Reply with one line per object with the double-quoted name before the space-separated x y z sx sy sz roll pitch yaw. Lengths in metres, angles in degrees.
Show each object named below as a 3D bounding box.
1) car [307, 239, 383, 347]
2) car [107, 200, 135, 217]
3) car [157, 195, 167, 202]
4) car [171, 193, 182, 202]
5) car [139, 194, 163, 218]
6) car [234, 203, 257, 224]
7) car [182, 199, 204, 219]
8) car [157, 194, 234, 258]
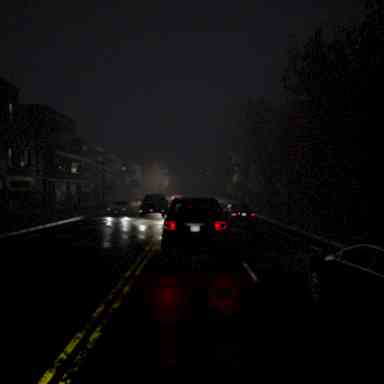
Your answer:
"car" 3.350 1.480 5.167 2.128 1.511 4.902 0 0 0
"car" -6.587 1.456 31.023 1.812 1.442 4.674 0 0 0
"car" -6.503 1.309 71.900 1.812 1.442 4.674 0 0 0
"car" -3.253 1.162 70.125 2.097 1.767 4.553 0 0 0
"car" -3.352 1.156 30.057 2.150 2.045 5.566 0 0 0
"car" 3.351 1.493 24.031 2.033 1.411 5.357 0 0 0
"car" 0.100 1.437 29.857 1.837 1.490 4.892 0 0 0
"car" 0.099 1.193 12.740 2.150 2.045 5.566 0 0 0
